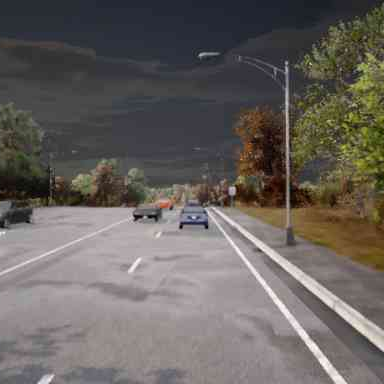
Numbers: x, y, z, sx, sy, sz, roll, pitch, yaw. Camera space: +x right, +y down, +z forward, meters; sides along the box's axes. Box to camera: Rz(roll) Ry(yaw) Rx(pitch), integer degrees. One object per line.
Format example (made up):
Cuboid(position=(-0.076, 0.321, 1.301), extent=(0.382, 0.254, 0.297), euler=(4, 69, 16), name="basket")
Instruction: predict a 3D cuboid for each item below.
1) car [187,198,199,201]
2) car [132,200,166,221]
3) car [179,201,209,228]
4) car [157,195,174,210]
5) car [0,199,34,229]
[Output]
Cuboid(position=(0.136, 1.495, 40.896), extent=(2.033, 1.411, 5.357), euler=(0, 0, 0), name="car")
Cuboid(position=(-3.412, 1.569, 26.538), extent=(1.895, 1.301, 4.718), euler=(0, 0, 0), name="car")
Cuboid(position=(0.113, 1.523, 21.812), extent=(2.033, 1.411, 5.357), euler=(0, 0, 0), name="car")
Cuboid(position=(-3.386, 1.299, 42.489), extent=(2.097, 1.767, 4.553), euler=(0, 0, 0), name="car")
Cuboid(position=(-12.015, 1.325, 21.215), extent=(2.097, 1.767, 4.553), euler=(0, 0, 0), name="car")
